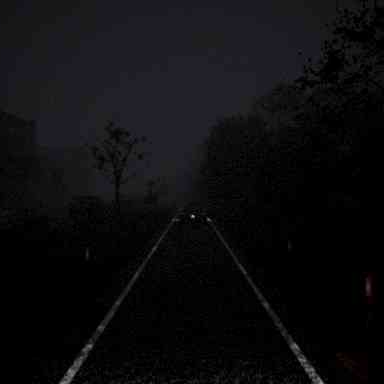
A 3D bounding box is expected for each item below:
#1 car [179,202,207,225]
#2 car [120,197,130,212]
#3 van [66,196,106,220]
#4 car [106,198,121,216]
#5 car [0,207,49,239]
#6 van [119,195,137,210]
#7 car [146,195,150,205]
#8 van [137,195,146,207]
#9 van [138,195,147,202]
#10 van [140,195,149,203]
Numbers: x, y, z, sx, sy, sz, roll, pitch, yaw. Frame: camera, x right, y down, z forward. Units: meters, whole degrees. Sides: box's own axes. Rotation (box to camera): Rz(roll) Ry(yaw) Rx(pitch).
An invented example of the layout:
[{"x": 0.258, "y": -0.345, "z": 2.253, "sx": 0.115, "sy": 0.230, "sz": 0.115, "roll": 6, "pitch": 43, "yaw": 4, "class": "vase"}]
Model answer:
[{"x": 0.061, "y": 1.671, "z": 24.940, "sx": 1.994, "sy": 1.385, "sz": 4.181, "roll": 0, "pitch": 0, "yaw": 0, "class": "car"}, {"x": -9.139, "y": 1.666, "z": 39.515, "sx": 2.163, "sy": 1.488, "sz": 4.792, "roll": 0, "pitch": -1, "yaw": -2, "class": "car"}, {"x": -9.115, "y": 1.351, "z": 28.321, "sx": 1.878, "sy": 1.987, "sz": 4.442, "roll": 0, "pitch": 0, "yaw": 2, "class": "van"}, {"x": -9.125, "y": 1.596, "z": 34.004, "sx": 2.231, "sy": 1.521, "sz": 4.892, "roll": 0, "pitch": -1, "yaw": -2, "class": "car"}, {"x": -9.080, "y": 1.536, "z": 17.348, "sx": 2.002, "sy": 1.452, "sz": 4.674, "roll": 0, "pitch": 0, "yaw": 0, "class": "car"}, {"x": -9.159, "y": 1.457, "z": 46.029, "sx": 1.878, "sy": 1.987, "sz": 4.442, "roll": 0, "pitch": -1, "yaw": -3, "class": "van"}, {"x": -10.502, "y": 1.610, "z": 72.752, "sx": 2.435, "sy": 2.045, "sz": 5.566, "roll": 1, "pitch": -2, "yaw": -9, "class": "car"}, {"x": -9.339, "y": 1.527, "z": 55.979, "sx": 1.878, "sy": 1.987, "sz": 4.442, "roll": 0, "pitch": -1, "yaw": -2, "class": "van"}, {"x": -13.286, "y": 1.752, "z": 89.200, "sx": 1.878, "sy": 1.987, "sz": 4.442, "roll": 1, "pitch": -2, "yaw": -15, "class": "van"}, {"x": -11.222, "y": 1.668, "z": 78.207, "sx": 1.878, "sy": 1.987, "sz": 4.442, "roll": 1, "pitch": -2, "yaw": -10, "class": "van"}]
